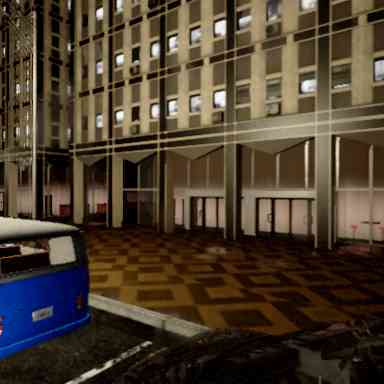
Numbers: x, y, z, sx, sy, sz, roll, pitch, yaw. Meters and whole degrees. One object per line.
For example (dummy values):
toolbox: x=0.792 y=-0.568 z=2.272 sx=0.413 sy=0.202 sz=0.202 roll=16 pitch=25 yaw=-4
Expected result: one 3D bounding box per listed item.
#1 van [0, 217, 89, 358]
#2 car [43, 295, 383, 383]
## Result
van: x=-3.392 y=1.297 z=5.301 sx=3.998 sy=1.788 sz=1.690 roll=1 pitch=0 yaw=36
car: x=1.240 y=1.566 z=1.993 sx=4.313 sy=1.339 sz=1.947 roll=1 pitch=0 yaw=36
